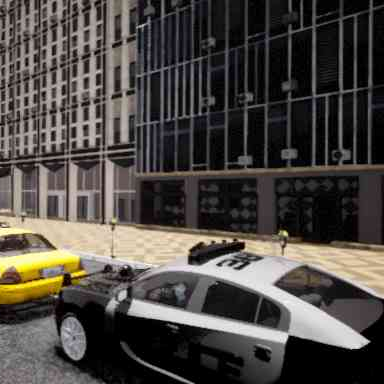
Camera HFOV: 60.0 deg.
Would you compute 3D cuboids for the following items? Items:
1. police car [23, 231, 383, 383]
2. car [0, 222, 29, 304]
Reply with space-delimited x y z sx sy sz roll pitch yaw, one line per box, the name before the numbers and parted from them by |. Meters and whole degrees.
police car | 0.191 1.454 4.231 5.238 1.638 1.930 0 0 36
car | -4.721 1.488 7.814 5.366 1.575 1.801 0 0 36
